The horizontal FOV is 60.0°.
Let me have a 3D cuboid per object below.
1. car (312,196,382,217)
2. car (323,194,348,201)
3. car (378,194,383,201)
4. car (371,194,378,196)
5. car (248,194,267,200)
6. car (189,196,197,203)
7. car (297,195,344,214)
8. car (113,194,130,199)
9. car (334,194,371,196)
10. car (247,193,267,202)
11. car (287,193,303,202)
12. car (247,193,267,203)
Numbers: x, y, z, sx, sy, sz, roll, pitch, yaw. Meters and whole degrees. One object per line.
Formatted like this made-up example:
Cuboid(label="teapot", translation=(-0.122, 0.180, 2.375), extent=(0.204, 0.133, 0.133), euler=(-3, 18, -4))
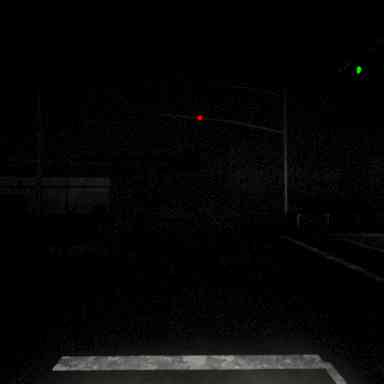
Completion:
Cuboid(label="car", translation=(13.066, 1.332, 28.225), extent=(4.514, 1.523, 2.007), euler=(0, 0, 0))
Cuboid(label="car", translation=(31.281, 1.280, 72.669), extent=(4.514, 1.523, 2.007), euler=(0, 0, 0))
Cuboid(label="car", translation=(38.692, 1.138, 62.617), extent=(5.027, 1.636, 2.152), euler=(0, 0, 0))
Cuboid(label="car", translation=(38.344, 1.215, 69.033), extent=(3.806, 1.475, 1.970), euler=(0, 0, 0))
Cuboid(label="car", translation=(18.088, 1.310, 91.576), extent=(4.902, 1.511, 2.128), euler=(0, 0, 0))
Cuboid(label="car", translation=(0.239, 1.530, 69.640), extent=(2.033, 1.411, 5.357), euler=(0, 0, 0))
Cuboid(label="car", translation=(13.001, 1.322, 31.361), extent=(5.027, 1.636, 2.152), euler=(0, 0, 0))
Cuboid(label="car", translation=(-19.447, 1.309, 91.533), extent=(4.674, 1.442, 1.812), euler=(0, 0, 0))
Cuboid(label="car", translation=(20.629, 1.309, 43.237), extent=(3.633, 1.501, 1.845), euler=(0, 0, 0))
Cuboid(label="car", translation=(13.416, 1.059, 68.945), extent=(3.866, 1.878, 1.905), euler=(0, 0, 0))
Cuboid(label="car", translation=(21.296, 1.081, 65.689), extent=(4.605, 1.855, 1.932), euler=(0, 0, 0))
Cuboid(label="car", translation=(12.817, 1.344, 65.618), extent=(3.806, 1.475, 1.970), euler=(0, 0, 0))
